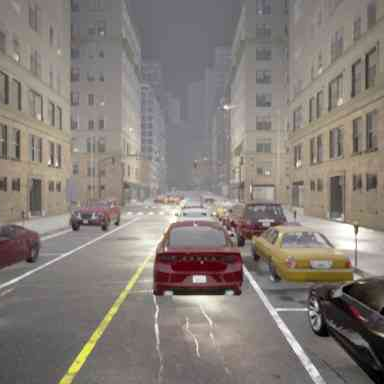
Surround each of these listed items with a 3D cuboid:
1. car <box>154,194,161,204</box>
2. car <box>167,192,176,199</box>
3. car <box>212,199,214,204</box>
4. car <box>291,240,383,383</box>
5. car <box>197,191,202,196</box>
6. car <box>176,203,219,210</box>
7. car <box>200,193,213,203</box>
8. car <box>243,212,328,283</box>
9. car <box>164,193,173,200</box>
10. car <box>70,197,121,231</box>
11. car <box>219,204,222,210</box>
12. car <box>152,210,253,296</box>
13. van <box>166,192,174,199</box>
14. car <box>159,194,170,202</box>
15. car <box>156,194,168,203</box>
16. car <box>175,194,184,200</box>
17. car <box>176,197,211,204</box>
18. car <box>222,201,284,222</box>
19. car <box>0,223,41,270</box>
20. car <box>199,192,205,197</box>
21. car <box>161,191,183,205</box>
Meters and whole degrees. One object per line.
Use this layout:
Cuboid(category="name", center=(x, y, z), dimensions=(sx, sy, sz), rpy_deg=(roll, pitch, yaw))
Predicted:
Cuboid(category="car", center=(-5.656, 1.310, 58.066), dimensions=(1.887, 1.381, 4.507), rpy_deg=(0, 0, 0))
Cuboid(category="car", center=(-5.595, 0.818, 90.603), dimensions=(2.192, 1.841, 5.009), rpy_deg=(1, 1, 0))
Cuboid(category="car", center=(2.812, 1.463, 26.110), dimensions=(1.752, 1.417, 4.829), rpy_deg=(0, 0, 0))
Cuboid(category="car", center=(2.772, 1.563, 3.729), dimensions=(1.947, 1.339, 4.313), rpy_deg=(0, 0, 0))
Cuboid(category="car", center=(2.929, 0.943, 90.583), dimensions=(1.967, 1.590, 4.097), rpy_deg=(1, 1, 0))
Cuboid(category="car", center=(0.127, 1.495, 16.297), dimensions=(1.812, 1.442, 4.674), rpy_deg=(0, 0, 0))
Cuboid(category="car", center=(2.869, 1.316, 58.044), dimensions=(2.008, 1.369, 4.403), rpy_deg=(0, 0, 0))
Cuboid(category="car", center=(2.783, 1.511, 9.451), dimensions=(1.752, 1.417, 4.829), rpy_deg=(0, 0, 0))
Cuboid(category="car", center=(-5.616, 1.037, 79.759), dimensions=(1.967, 1.590, 4.097), rpy_deg=(1, 0, 0))
Cuboid(category="car", center=(-5.722, 1.273, 20.408), dimensions=(2.192, 1.841, 5.009), rpy_deg=(0, 0, 0))
Cuboid(category="car", center=(2.802, 1.540, 20.386), dimensions=(1.802, 1.307, 4.206), rpy_deg=(0, 0, 0))
Cuboid(category="car", center=(0.089, 1.465, 8.658), dimensions=(1.882, 1.535, 5.008), rpy_deg=(0, 0, -1))
Cuboid(category="van", center=(-5.605, 0.892, 85.181), dimensions=(1.690, 1.788, 3.998), rpy_deg=(1, 0, 0))
Cuboid(category="car", center=(-5.636, 1.231, 68.913), dimensions=(1.887, 1.381, 4.507), rpy_deg=(1, 0, 0))
Cuboid(category="car", center=(-5.645, 1.167, 63.490), dimensions=(1.967, 1.590, 4.097), rpy_deg=(1, 0, 0))
Cuboid(category="car", center=(-2.863, 1.155, 79.063), dimensions=(1.994, 1.385, 4.181), rpy_deg=(0, 0, 0))
Cuboid(category="car", center=(0.117, 1.432, 25.439), dimensions=(2.128, 1.511, 4.902), rpy_deg=(0, 0, 0))
Cuboid(category="car", center=(2.793, 1.289, 14.834), dimensions=(2.192, 1.841, 5.009), rpy_deg=(0, 0, 0))
Cuboid(category="car", center=(-5.744, 1.568, 9.303), dimensions=(1.802, 1.307, 4.206), rpy_deg=(0, 0, 0))
Cuboid(category="car", center=(2.890, 1.210, 69.060), dimensions=(1.752, 1.417, 4.829), rpy_deg=(1, 0, 0))
Cuboid(category="car", center=(-3.058, 1.158, 51.894), dimensions=(2.097, 1.767, 4.553), rpy_deg=(0, 0, 2))
